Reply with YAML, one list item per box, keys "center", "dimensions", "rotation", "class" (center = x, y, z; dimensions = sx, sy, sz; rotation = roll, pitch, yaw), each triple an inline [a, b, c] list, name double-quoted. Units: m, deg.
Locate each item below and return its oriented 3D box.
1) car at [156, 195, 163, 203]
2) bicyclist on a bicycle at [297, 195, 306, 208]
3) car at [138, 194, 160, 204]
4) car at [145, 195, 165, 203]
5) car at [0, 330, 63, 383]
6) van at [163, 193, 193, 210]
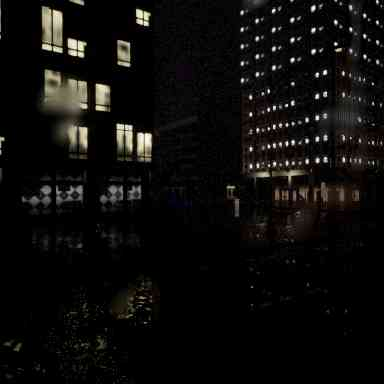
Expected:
- center: [-3.887, 1.035, 58.682]
  dimensions: [2.192, 1.841, 5.009]
  rotation: [0, 0, -34]
  class: "car"
- center: [12.902, 1.117, 39.178]
  dimensions: [1.656, 1.620, 0.582]
  rotation: [-1, 1, -34]
  class: "bicyclist on a bicycle"
- center: [-7.820, 1.203, 59.853]
  dimensions: [1.882, 1.535, 5.008]
  rotation: [-1, 1, -34]
  class: "car"
- center: [-6.997, 1.237, 63.266]
  dimensions: [1.887, 1.381, 4.507]
  rotation: [0, 0, -34]
  class: "car"
- center: [-2.819, 1.565, 1.643]
  dimensions: [4.181, 1.385, 1.994]
  rotation: [0, 0, -35]
  class: "car"
- center: [-1.488, 1.210, 40.226]
  dimensions: [1.690, 1.788, 3.998]
  rotation: [0, 0, -34]
  class: "van"
